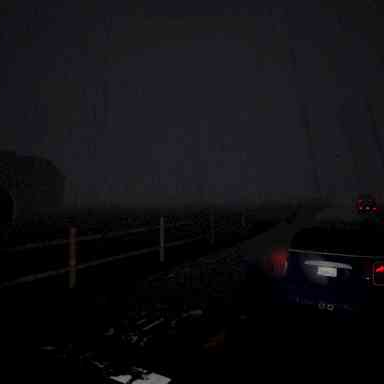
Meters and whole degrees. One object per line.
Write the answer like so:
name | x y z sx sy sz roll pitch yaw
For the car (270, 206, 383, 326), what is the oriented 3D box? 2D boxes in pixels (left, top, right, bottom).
car | 3.336 1.358 7.425 2.097 1.767 4.553 0 0 30

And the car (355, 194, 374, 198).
car | 22.408 1.286 43.006 2.150 2.045 5.566 0 0 26

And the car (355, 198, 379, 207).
car | 17.790 1.589 33.676 2.033 1.411 5.357 0 0 28
